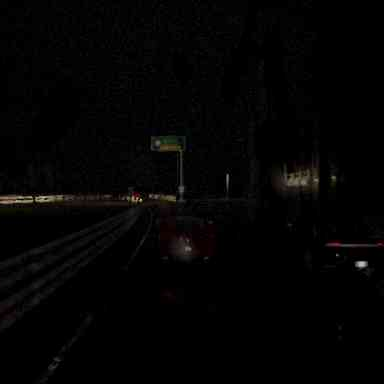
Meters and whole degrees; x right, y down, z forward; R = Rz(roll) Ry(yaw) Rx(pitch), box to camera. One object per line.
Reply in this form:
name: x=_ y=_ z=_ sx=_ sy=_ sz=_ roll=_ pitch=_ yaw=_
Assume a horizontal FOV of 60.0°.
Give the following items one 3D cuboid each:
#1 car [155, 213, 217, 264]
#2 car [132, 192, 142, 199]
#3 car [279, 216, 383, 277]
car: x=-0.257 y=1.465 z=11.830 sx=1.882 sy=1.535 sz=5.008 roll=0 pitch=0 yaw=-3
car: x=-13.649 y=0.904 z=82.625 sx=2.150 sy=2.045 sz=5.566 roll=0 pitch=0 yaw=-14
car: x=4.042 y=1.477 z=10.212 sx=2.128 sy=1.511 sz=4.902 roll=0 pitch=0 yaw=2
